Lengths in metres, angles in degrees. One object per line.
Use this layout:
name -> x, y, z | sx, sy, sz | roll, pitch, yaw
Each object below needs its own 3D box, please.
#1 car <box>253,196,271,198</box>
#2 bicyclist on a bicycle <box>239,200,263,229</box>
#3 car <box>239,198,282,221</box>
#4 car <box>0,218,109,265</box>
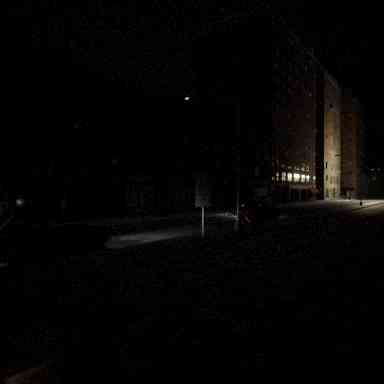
car -> 6.769, 1.282, 33.667 | 2.097, 1.767, 4.553 | 0, 0, 36
bicyclist on a bicycle -> 3.200, 1.272, 18.614 | 1.656, 1.620, 0.582 | 0, 0, 36
car -> 5.541, 1.496, 26.888 | 2.033, 1.411, 5.357 | 0, 0, 36
car -> -5.261, 1.584, 11.775 | 1.895, 1.301, 4.718 | 0, 0, 36
